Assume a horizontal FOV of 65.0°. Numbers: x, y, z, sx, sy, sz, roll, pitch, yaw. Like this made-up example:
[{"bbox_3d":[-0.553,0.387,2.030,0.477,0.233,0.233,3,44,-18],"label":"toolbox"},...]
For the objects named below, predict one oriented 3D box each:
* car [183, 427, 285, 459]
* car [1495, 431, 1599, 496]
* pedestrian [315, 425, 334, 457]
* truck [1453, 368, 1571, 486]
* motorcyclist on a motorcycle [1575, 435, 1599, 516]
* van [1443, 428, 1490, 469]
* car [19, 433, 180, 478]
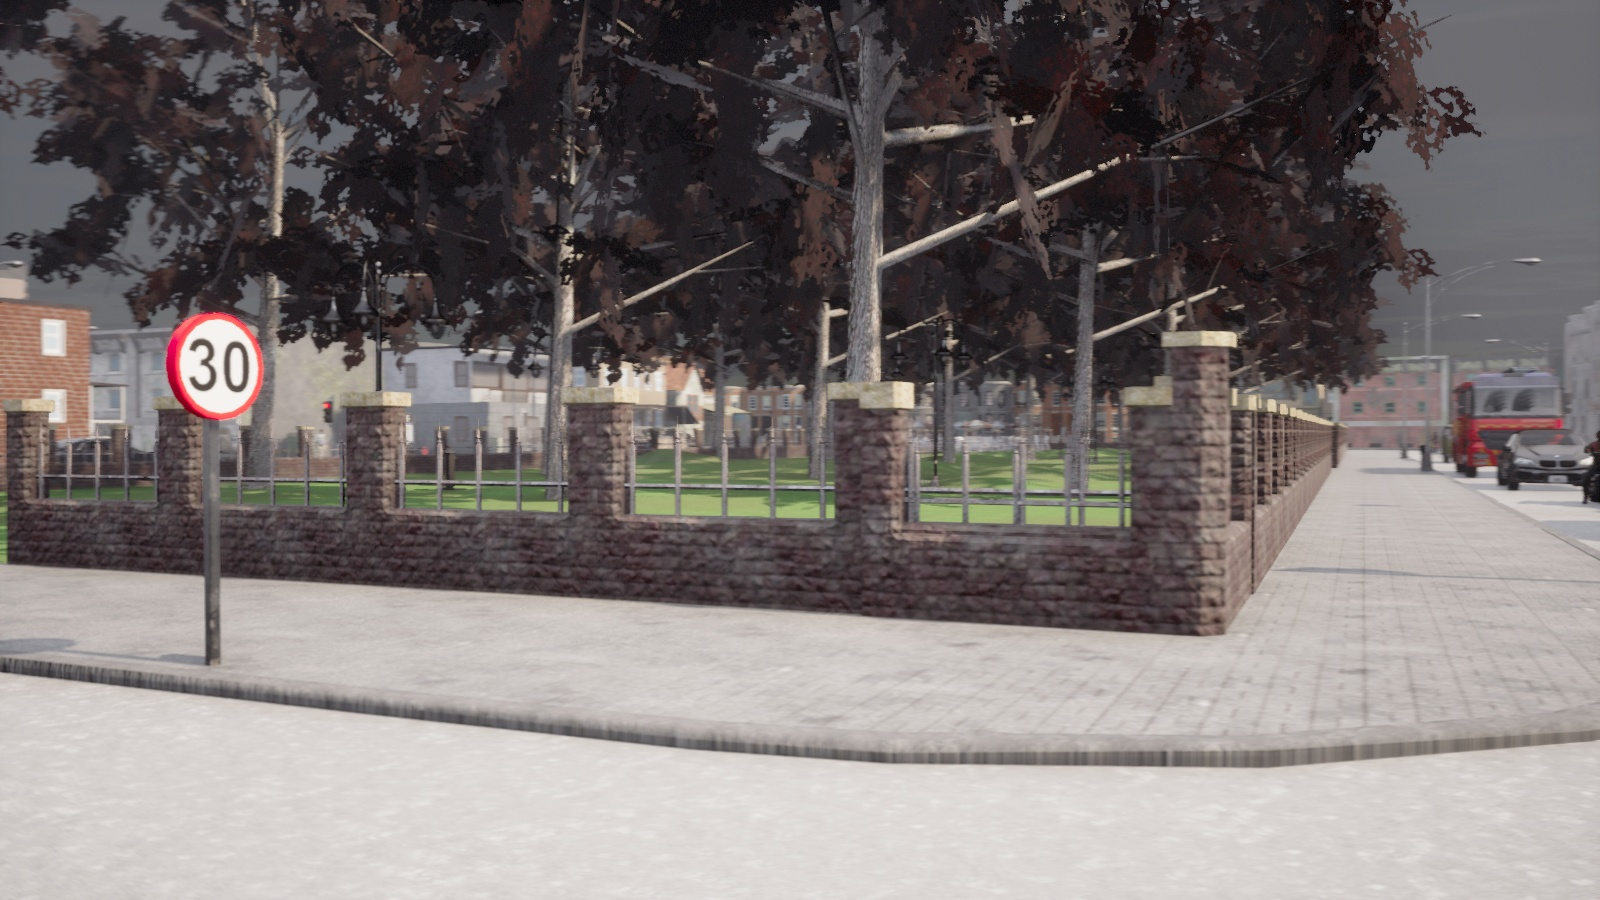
[{"bbox_3d":[-30.153,-0.404,66.907,5.027,1.651,2.152,1,1,24],"label":"car"},{"bbox_3d":[20.819,0.317,34.897,2.242,1.667,4.611,1,1,24],"label":"car"},{"bbox_3d":[-27.855,-0.548,73.547,0.874,1.855,0.900,0,1,-29],"label":"pedestrian"},{"bbox_3d":[25.542,-0.806,45.391,2.891,3.827,8.468,1,1,24],"label":"truck"},{"bbox_3d":[17.181,0.511,26.808,0.766,1.649,2.350,1,1,24],"label":"motorcyclist on a motorcycle"},{"bbox_3d":[33.583,-0.083,63.340,1.775,1.987,4.442,1,1,24],"label":"van"},{"bbox_3d":[-24.560,0.143,44.234,1.837,1.490,4.892,1,1,22],"label":"car"}]
